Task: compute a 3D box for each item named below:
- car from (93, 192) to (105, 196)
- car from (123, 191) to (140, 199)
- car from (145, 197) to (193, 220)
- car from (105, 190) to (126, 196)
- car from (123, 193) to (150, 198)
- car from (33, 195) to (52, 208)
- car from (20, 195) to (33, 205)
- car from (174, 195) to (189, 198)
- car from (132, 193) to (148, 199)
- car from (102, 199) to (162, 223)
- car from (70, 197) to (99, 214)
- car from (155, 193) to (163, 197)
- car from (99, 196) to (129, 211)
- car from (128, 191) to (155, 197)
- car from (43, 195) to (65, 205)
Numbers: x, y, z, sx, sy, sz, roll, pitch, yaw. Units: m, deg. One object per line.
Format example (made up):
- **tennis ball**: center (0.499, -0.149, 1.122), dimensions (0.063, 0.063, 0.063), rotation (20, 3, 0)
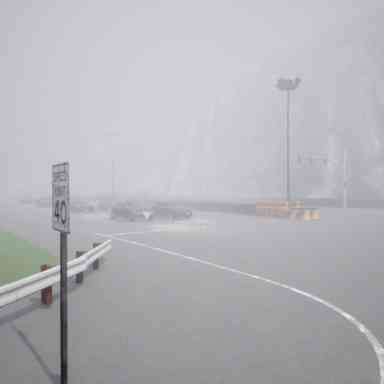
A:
- **car**: center (-20.872, 0.757, 74.770), dimensions (2.097, 1.767, 4.553), rotation (0, 1, -38)
- **car**: center (-14.060, 0.740, 77.414), dimensions (2.097, 1.767, 4.553), rotation (0, 1, -38)
- **car**: center (-1.876, 1.455, 27.661), dimensions (1.837, 1.490, 4.892), rotation (0, 0, -38)
- **car**: center (-16.846, 0.661, 75.295), dimensions (2.150, 2.045, 5.566), rotation (0, 1, -38)
- **car**: center (-10.234, 1.284, 61.315), dimensions (1.895, 1.301, 4.718), rotation (0, 1, -38)
- **car**: center (-19.214, 1.323, 44.072), dimensions (1.837, 1.490, 4.892), rotation (0, 0, -38)
- **car**: center (-25.700, 1.212, 52.426), dimensions (1.812, 1.442, 4.674), rotation (0, 1, -37)
- **car**: center (-2.741, 1.245, 68.778), dimensions (1.895, 1.301, 4.718), rotation (0, 1, -38)
- **car**: center (-12.691, 0.901, 81.347), dimensions (1.812, 1.442, 4.674), rotation (0, 1, -38)
- **car**: center (-4.710, 1.448, 25.601), dimensions (2.128, 1.511, 4.902), rotation (0, 0, -38)
- **car**: center (-11.716, 1.506, 34.474), dimensions (1.895, 1.301, 4.718), rotation (0, 0, -38)
- **car**: center (-7.899, 0.951, 69.532), dimensions (2.097, 1.767, 4.553), rotation (0, 1, -38)
- **car**: center (-8.943, 1.461, 36.599), dimensions (1.994, 1.385, 4.181), rotation (0, 0, -39)
- **car**: center (-10.358, 0.831, 67.159), dimensions (2.150, 2.045, 5.566), rotation (0, 1, -38)
- **car**: center (-22.482, 1.237, 53.985), dimensions (2.033, 1.411, 5.357), rotation (0, 1, -38)
